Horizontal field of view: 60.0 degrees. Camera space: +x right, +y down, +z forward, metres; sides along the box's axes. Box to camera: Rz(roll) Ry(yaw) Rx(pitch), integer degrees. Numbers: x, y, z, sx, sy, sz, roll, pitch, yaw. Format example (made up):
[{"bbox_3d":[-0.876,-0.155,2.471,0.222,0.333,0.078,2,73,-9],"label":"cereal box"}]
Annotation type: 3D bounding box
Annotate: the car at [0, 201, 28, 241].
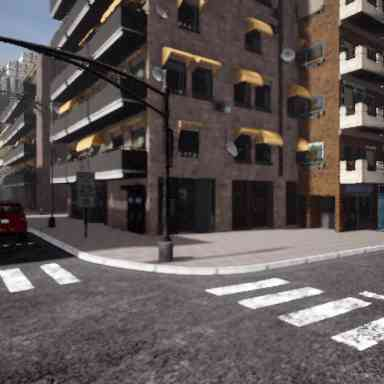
[{"bbox_3d":[-9.273,1.327,15.991,2.192,1.841,5.009,0,0,-35],"label":"car"}]
